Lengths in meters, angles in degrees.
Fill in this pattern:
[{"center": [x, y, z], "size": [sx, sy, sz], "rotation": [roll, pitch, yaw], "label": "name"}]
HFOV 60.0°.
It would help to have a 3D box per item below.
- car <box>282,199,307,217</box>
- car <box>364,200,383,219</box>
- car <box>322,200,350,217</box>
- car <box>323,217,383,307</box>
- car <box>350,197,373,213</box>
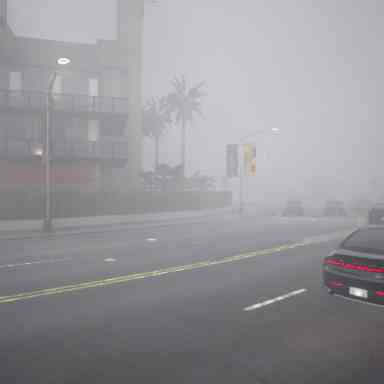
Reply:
[{"center": [9.671, 1.489, 31.348], "size": [1.837, 1.490, 4.892], "rotation": [1, 0, 21], "label": "car"}, {"center": [12.682, 1.469, 21.667], "size": [1.882, 1.535, 5.008], "rotation": [0, -1, 33], "label": "car"}, {"center": [13.193, 1.491, 30.794], "size": [1.837, 1.490, 4.892], "rotation": [1, 0, 20], "label": "car"}, {"center": [4.737, 1.503, 7.447], "size": [4.892, 1.490, 1.837], "rotation": [0, 0, -41], "label": "car"}, {"center": [18.613, 1.547, 36.607], "size": [1.994, 1.385, 4.181], "rotation": [0, 0, 12], "label": "car"}]
